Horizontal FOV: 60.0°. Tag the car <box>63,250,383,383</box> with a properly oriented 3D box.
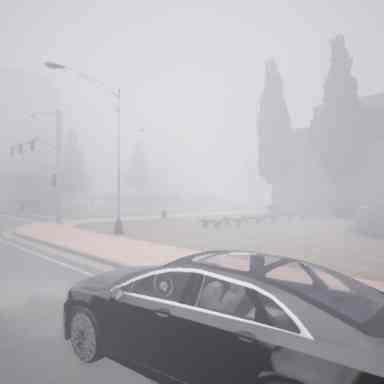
[{"bbox_3d":[0.282,1.505,4.126,4.902,1.511,2.128,0,0,39],"label":"car"}]
